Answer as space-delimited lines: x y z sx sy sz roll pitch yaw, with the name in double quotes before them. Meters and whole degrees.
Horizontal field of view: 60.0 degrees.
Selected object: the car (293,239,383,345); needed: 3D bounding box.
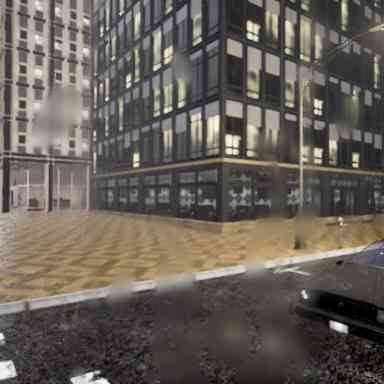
"car" 4.340 1.635 6.463 5.357 1.411 2.033 1 -1 -35
